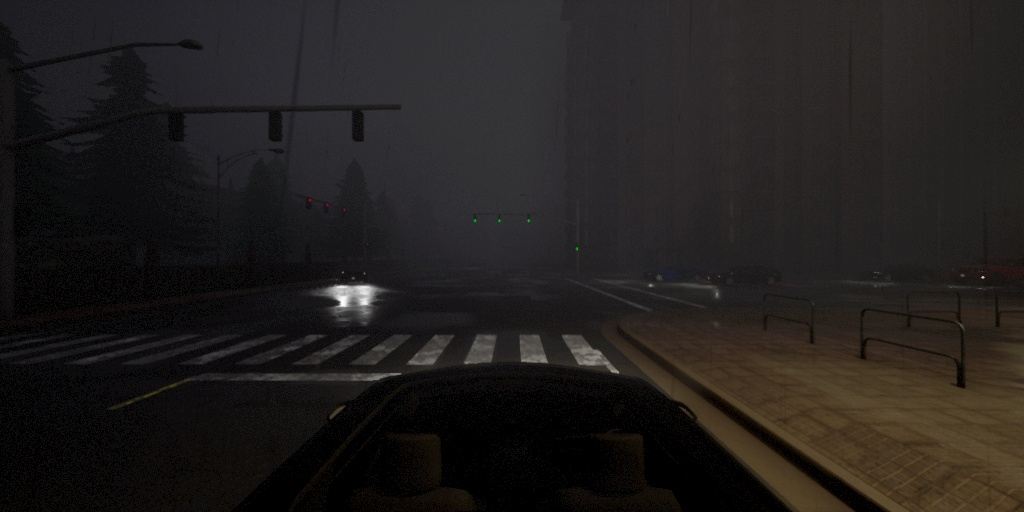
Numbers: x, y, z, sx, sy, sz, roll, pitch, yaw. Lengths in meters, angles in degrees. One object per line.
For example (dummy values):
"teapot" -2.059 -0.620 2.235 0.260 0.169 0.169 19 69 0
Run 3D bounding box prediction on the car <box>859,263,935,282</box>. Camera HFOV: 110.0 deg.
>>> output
"car" 31.197 1.315 29.145 5.008 1.535 1.882 0 0 0

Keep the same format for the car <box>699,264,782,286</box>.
"car" 16.450 1.338 25.573 4.892 1.490 1.837 0 0 0

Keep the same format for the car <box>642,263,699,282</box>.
"car" 13.174 1.315 29.051 5.008 1.535 1.882 0 0 0

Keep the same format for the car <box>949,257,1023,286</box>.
"car" 34.992 1.058 25.638 5.566 2.045 2.150 0 0 0

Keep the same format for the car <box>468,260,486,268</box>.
"car" -6.272 1.391 64.766 1.994 1.385 4.181 0 0 22

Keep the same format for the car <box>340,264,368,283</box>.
"car" -12.288 1.306 28.047 1.895 1.301 4.718 5 -1 -22
